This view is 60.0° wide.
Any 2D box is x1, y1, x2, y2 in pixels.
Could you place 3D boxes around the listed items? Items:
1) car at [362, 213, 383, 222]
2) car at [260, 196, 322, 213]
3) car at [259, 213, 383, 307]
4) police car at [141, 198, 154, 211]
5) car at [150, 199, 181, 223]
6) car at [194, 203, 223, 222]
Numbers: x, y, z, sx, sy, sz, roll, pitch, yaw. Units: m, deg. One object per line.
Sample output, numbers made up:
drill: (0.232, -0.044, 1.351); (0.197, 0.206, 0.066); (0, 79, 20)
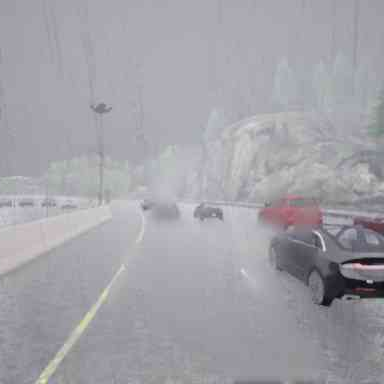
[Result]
car: (9.789, 1.625, 15.963); (1.895, 1.301, 4.718); (0, 0, -5)
car: (5.856, 1.268, 20.321); (2.150, 2.045, 5.566); (0, 0, -6)
car: (3.292, 1.508, 8.027); (2.128, 1.511, 4.902); (0, 0, -3)
police car: (-5.703, 1.654, 44.593); (2.038, 1.542, 4.974); (0, 0, -14)
car: (-2.024, 1.575, 26.413); (2.128, 1.511, 4.902); (0, 0, -8)
car: (1.339, 1.605, 27.606); (1.812, 1.442, 4.674); (0, 0, -8)
